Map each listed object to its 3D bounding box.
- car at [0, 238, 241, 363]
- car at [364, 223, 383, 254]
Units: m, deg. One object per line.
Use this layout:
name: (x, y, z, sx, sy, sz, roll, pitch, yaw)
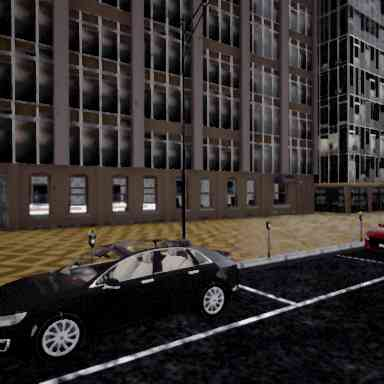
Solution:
car: (-1.099, 1.550, 5.781, 4.403, 1.369, 2.008, 0, 0, -35)
car: (8.169, 1.542, 12.391, 4.507, 1.381, 1.887, 0, 0, -35)
